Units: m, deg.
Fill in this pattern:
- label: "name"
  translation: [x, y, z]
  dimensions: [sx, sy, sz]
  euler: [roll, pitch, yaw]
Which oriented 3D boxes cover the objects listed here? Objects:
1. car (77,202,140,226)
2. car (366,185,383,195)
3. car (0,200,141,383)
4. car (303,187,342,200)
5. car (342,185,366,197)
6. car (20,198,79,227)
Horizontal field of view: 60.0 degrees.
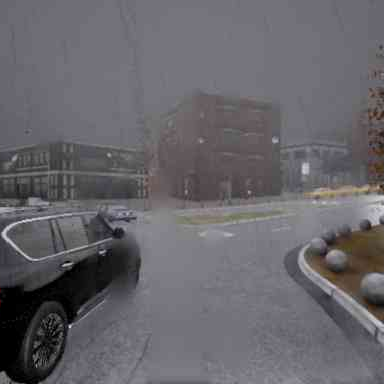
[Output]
- label: "car"
  translation: [-6.404, 1.565, 25.154]
  dimensions: [5.357, 1.411, 2.033]
  euler: [1, 1, 43]
- label: "car"
  translation: [26.878, -0.460, 50.624]
  dimensions: [5.366, 1.575, 1.946]
  euler: [-4, 2, -30]
- label: "car"
  translation: [-2.564, 1.229, 5.659]
  dimensions: [2.150, 2.045, 5.566]
  euler: [0, 0, 7]
- label: "car"
  translation: [17.349, 0.187, 45.071]
  dimensions: [5.366, 1.575, 1.946]
  euler: [-4, 2, -30]
- label: "car"
  translation: [22.116, -0.138, 47.842]
  dimensions: [5.366, 1.575, 1.946]
  euler: [-4, 2, -30]
- label: "car"
  translation: [-10.323, 1.381, 23.944]
  dimensions: [4.553, 1.767, 2.097]
  euler: [0, 0, 41]
